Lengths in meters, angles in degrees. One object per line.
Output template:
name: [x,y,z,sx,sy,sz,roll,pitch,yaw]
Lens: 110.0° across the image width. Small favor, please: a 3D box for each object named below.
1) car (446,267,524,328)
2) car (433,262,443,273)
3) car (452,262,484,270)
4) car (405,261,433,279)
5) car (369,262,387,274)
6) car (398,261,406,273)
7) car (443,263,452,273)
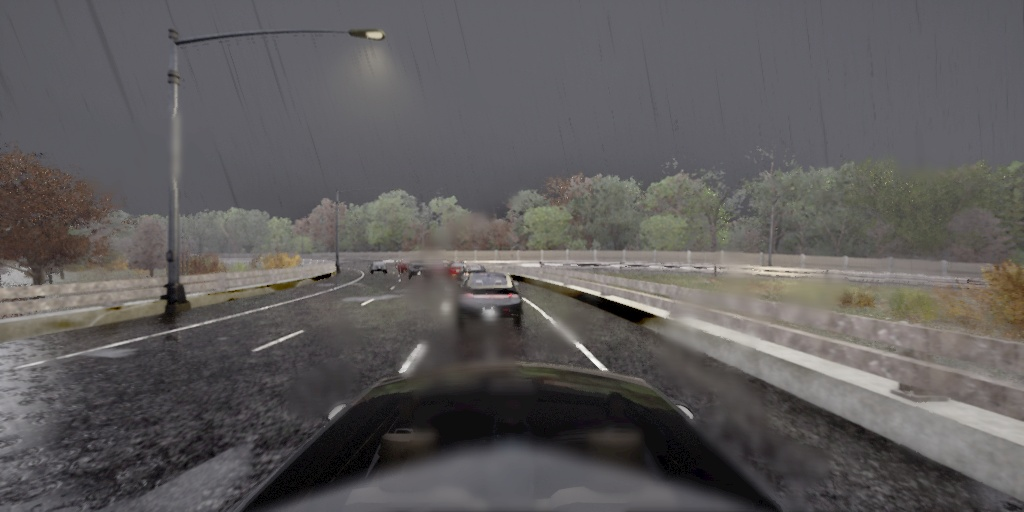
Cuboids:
car: [-0.742,1.262,11.523,2.128,1.511,4.902,0,0,-5]
car: [-9.419,1.412,45.313,1.994,1.385,4.181,0,0,-23]
car: [-2.600,1.289,23.501,2.128,1.511,4.902,0,0,-11]
car: [-8.823,1.328,33.874,1.837,1.490,4.892,0,0,-17]
car: [-16.492,1.398,44.131,2.033,1.411,5.357,0,0,-24]
car: [-13.400,1.329,45.682,1.882,1.535,5.008,0,0,-24]
car: [-5.026,1.297,33.401,1.882,1.535,5.008,0,0,-16]
